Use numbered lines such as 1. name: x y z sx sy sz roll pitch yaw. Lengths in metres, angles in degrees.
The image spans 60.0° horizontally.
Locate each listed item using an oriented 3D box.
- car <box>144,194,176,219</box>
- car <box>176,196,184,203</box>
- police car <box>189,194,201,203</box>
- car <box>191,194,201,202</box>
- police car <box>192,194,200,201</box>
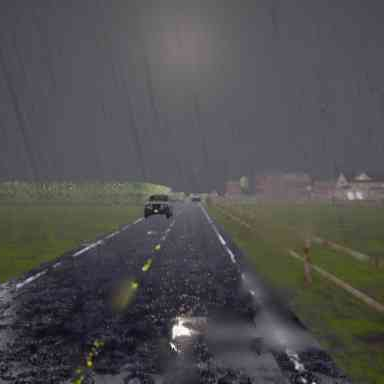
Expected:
1. car: -2.833 1.169 29.091 2.150 2.045 5.566 0 0 0
2. car: -2.717 1.525 68.310 2.033 1.411 5.357 0 0 0
3. police car: 0.858 1.383 66.904 1.930 1.638 5.238 0 0 0
4. car: 0.863 1.323 76.765 2.097 1.767 4.553 0 0 0
5. police car: 0.866 1.406 82.904 1.930 1.638 5.238 0 0 0
